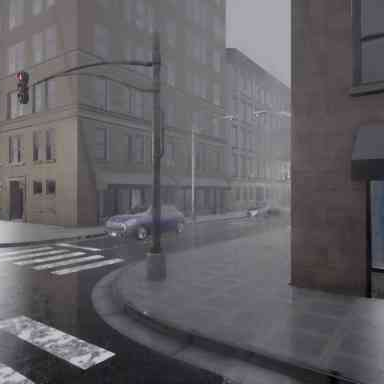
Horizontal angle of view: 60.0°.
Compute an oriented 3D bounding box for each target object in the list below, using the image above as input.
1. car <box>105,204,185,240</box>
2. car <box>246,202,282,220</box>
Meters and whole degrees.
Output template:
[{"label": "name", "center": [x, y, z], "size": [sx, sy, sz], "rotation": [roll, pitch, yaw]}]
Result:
[{"label": "car", "center": [-2.364, 1.432, 17.562], "size": [2.097, 1.767, 4.553], "rotation": [0, 0, 36]}, {"label": "car", "center": [6.611, 1.656, 30.134], "size": [2.128, 1.511, 4.902], "rotation": [0, 0, 35]}]
